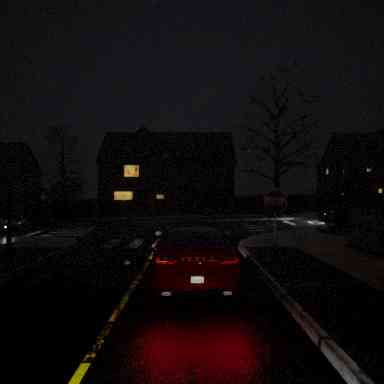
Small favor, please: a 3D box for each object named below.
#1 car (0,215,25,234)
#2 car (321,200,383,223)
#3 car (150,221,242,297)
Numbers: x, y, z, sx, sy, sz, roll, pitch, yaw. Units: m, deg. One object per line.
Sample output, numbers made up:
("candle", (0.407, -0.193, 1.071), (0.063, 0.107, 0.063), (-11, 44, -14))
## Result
("car", (-12.595, 1.493, 18.944), (5.566, 2.045, 2.150), (-1, 1, 0))
("car", (10.798, 1.241, 21.977), (4.181, 1.385, 1.994), (-1, 1, 1))
("car", (0.038, 1.478, 8.644), (1.882, 1.535, 5.008), (0, 0, -1))
